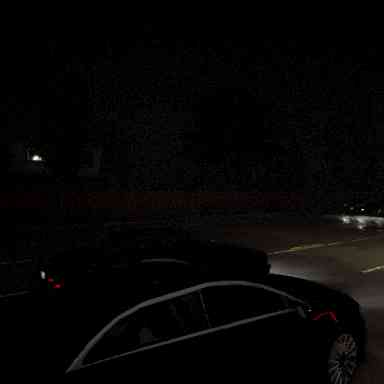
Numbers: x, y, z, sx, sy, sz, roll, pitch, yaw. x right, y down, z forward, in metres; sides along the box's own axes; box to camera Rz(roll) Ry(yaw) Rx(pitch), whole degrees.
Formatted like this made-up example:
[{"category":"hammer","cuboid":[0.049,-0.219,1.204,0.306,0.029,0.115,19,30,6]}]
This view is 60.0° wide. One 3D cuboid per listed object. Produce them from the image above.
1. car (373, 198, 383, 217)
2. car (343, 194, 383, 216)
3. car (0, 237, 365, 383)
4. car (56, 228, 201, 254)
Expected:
[{"category":"car","cuboid":[18.750,1.519,30.136,4.892,1.490,1.837,0,0,-35]},{"category":"car","cuboid":[17.636,1.236,33.641,5.566,2.045,2.150,0,0,-36]},{"category":"car","cuboid":[-0.032,1.494,3.601,4.902,1.511,2.128,0,0,-35]},{"category":"car","cuboid":[-0.651,1.548,7.454,5.357,1.411,2.033,0,0,-35]}]
